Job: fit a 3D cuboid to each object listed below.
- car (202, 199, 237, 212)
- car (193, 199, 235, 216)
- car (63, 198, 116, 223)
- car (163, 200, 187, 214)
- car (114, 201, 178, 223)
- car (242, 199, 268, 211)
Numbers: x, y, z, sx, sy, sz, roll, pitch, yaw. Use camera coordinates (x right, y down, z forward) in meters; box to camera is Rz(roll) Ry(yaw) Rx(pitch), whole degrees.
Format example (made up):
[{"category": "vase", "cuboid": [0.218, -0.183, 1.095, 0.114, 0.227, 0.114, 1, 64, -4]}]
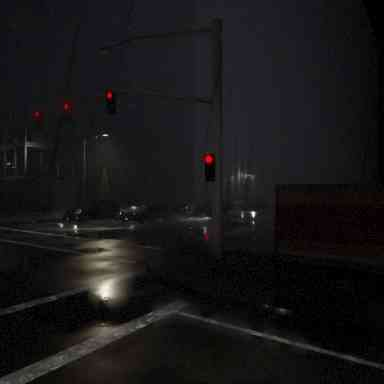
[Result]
[{"category": "car", "cuboid": [3.537, 1.603, 41.789, 2.033, 1.411, 5.357, 0, 0, 35]}, {"category": "car", "cuboid": [2.039, 1.533, 33.693, 1.882, 1.535, 5.008, 0, 0, 35]}, {"category": "car", "cuboid": [-7.748, 1.407, 26.047, 2.097, 1.767, 4.553, 0, 0, 36]}, {"category": "car", "cuboid": [-2.425, 1.560, 33.475, 1.837, 1.490, 4.892, 0, 0, 36]}, {"category": "car", "cuboid": [-3.483, 1.656, 25.994, 1.895, 1.301, 4.718, 0, 0, 36]}, {"category": "car", "cuboid": [8.015, 1.581, 42.007, 1.812, 1.442, 4.674, 0, 0, 36]}]
